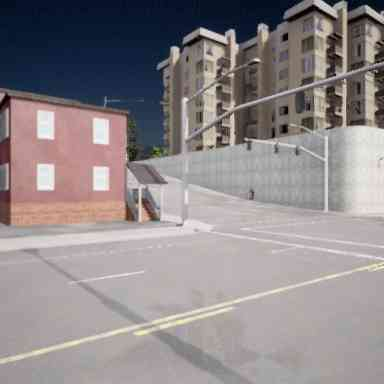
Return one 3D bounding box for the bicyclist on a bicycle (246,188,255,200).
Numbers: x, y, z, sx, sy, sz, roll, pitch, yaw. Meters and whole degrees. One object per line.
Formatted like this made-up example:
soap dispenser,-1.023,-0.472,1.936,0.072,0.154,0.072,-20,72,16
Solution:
bicyclist on a bicycle,7.636,0.298,42.771,1.656,1.620,0.582,0,6,-35
